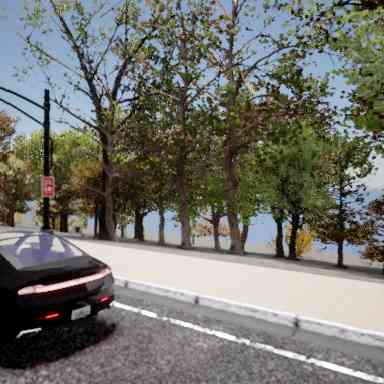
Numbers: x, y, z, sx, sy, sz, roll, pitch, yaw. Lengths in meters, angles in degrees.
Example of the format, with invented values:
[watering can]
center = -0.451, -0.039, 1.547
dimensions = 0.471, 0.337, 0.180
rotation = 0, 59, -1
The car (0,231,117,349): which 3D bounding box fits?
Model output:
[car]
center = -3.499, 1.486, 6.155
dimensions = 4.902, 1.511, 2.128
rotation = 0, 0, 37
